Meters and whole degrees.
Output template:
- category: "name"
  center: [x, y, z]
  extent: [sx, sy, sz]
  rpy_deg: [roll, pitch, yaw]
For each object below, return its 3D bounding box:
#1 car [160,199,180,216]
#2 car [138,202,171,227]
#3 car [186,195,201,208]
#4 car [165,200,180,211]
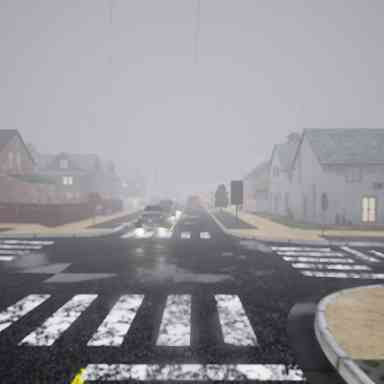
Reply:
- category: "car"
  center: [-2.744, 1.572, 35.656]
  extent: [2.097, 1.767, 4.553]
  rpy_deg: [0, 0, 0]
- category: "car"
  center: [-2.778, 1.678, 24.354]
  extent: [1.812, 1.442, 4.674]
  rpy_deg: [0, -1, 0]
- category: "car"
  center: [0.253, 1.540, 53.265]
  extent: [2.150, 2.045, 5.566]
  rpy_deg: [0, 0, 0]
- category: "car"
  center: [-2.706, 1.884, 46.713]
  extent: [1.895, 1.301, 4.718]
  rpy_deg: [0, 0, 0]
